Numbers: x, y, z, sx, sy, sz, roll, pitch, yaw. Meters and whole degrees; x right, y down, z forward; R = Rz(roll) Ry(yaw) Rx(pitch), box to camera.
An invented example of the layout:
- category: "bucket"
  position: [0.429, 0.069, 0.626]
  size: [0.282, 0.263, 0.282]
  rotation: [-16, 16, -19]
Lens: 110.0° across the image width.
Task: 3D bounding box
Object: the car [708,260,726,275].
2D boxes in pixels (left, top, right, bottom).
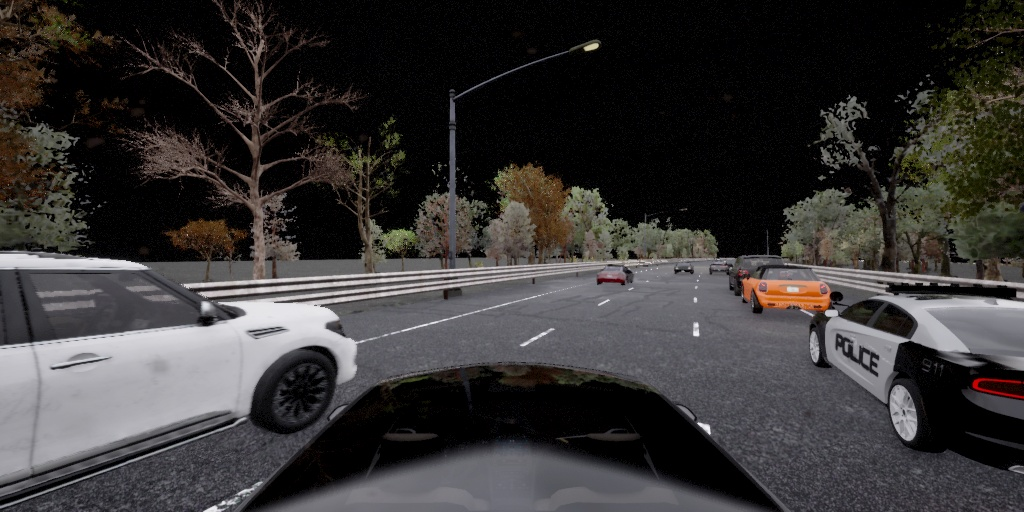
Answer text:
- category: "car"
  position: [22.677, 1.262, 39.234]
  size: [2.128, 1.511, 4.902]
  rotation: [0, 0, 30]

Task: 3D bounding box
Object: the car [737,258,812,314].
- category: "car"
  position: [10.015, 1.102, 13.438]
  size: [2.097, 1.767, 4.553]
  rotation: [0, 0, 27]

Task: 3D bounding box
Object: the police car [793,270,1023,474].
- category: "police car"
  position: [5.637, 1.175, 4.743]
  size: [1.930, 1.638, 5.238]
  rotation: [0, 0, 26]

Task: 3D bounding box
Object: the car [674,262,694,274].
- category: "car"
  position: [19.550, 1.370, 40.655]
  size: [1.895, 1.301, 4.718]
  rotation: [0, 0, 29]

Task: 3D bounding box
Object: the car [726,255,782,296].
- category: "car"
  position: [12.761, 0.978, 18.755]
  size: [2.150, 2.045, 5.566]
  rotation: [0, 0, 28]

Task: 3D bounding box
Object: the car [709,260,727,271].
- category: "car"
  position: [29.222, 1.334, 50.852]
  size: [2.033, 1.411, 5.357]
  rotation: [0, 0, 30]

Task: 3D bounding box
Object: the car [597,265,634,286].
- category: "car"
  position: [7.484, 1.318, 25.765]
  size: [1.994, 1.385, 4.181]
  rotation: [0, 0, 28]

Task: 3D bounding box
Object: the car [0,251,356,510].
- category: "car"
  position: [-4.094, 0.969, 2.956]
  size: [2.150, 2.045, 5.566]
  rotation: [0, 0, 26]
